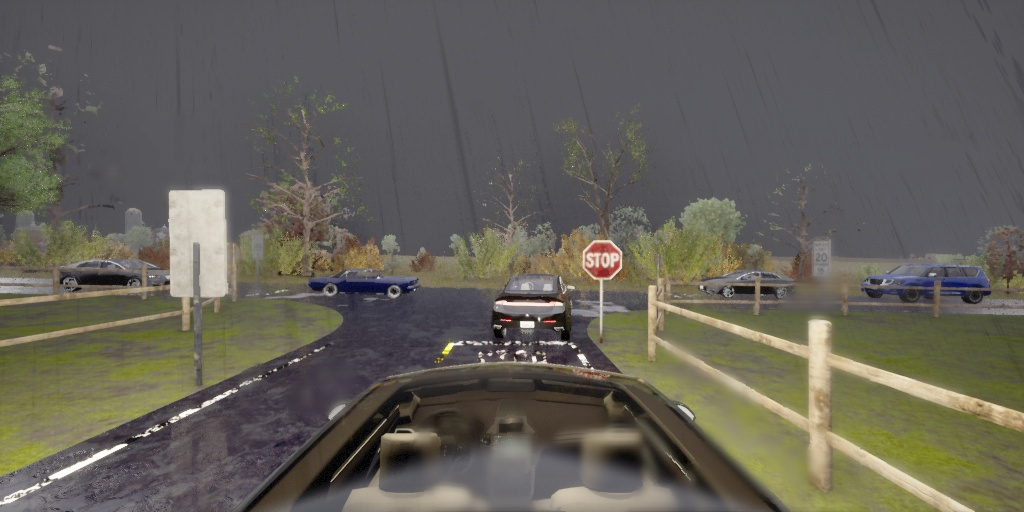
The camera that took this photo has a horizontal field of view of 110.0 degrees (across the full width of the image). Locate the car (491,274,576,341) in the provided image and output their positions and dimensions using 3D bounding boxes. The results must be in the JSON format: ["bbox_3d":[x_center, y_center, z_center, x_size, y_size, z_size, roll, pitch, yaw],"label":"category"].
[{"bbox_3d":[0.707,1.240,9.986,2.128,1.511,4.902,0,0,9],"label":"car"}]

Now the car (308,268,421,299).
[{"bbox_3d":[-6.821,1.248,17.017,4.718,1.301,1.895,1,1,0],"label":"car"}]

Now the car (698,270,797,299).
[{"bbox_3d":[13.005,1.525,19.944,4.902,1.511,2.128,1,1,0],"label":"car"}]

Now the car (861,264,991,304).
[{"bbox_3d":[22.900,1.467,19.932,5.566,2.045,2.150,1,1,0],"label":"car"}]

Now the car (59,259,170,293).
[{"bbox_3d":[-18.489,0.885,17.034,4.902,1.511,2.128,1,1,0],"label":"car"}]
